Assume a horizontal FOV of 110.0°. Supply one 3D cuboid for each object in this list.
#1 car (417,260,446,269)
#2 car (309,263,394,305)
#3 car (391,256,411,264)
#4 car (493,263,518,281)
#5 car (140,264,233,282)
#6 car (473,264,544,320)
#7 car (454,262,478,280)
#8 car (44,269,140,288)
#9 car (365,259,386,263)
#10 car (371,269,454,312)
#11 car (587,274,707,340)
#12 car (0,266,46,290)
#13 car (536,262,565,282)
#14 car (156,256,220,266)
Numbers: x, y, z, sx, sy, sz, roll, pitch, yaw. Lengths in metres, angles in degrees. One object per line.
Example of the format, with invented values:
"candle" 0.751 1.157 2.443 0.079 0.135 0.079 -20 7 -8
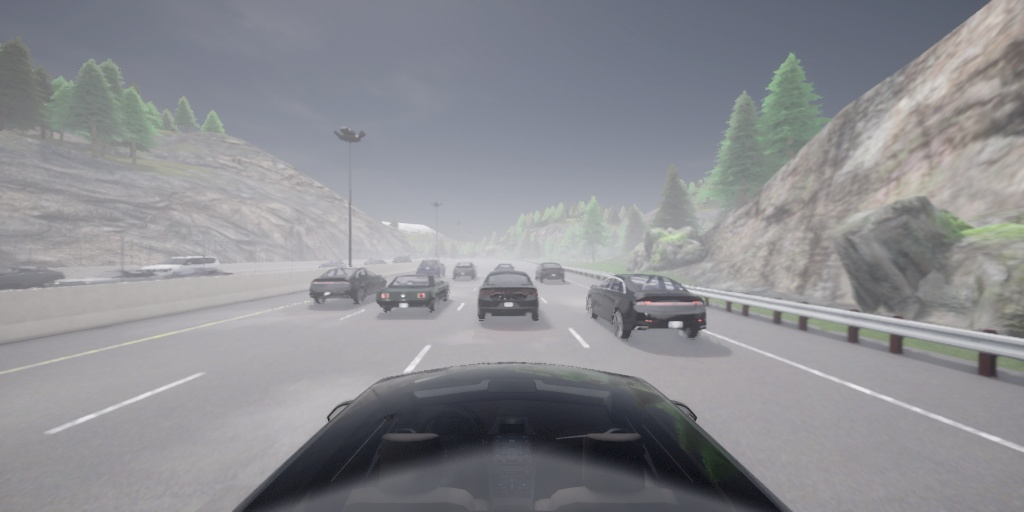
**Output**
"car" -7.704 1.133 34.586 2.097 1.767 4.553 0 0 -1
"car" -7.237 1.264 16.347 2.128 1.511 4.902 0 0 -1
"car" -19.048 1.039 61.883 2.150 2.045 5.566 0 0 -1
"car" -0.598 1.327 30.581 1.994 1.385 4.181 0 0 -1
"car" -18.038 1.362 20.546 1.994 1.385 4.181 0 0 -1
"car" -0.147 1.232 12.663 1.882 1.535 5.008 0 0 -1
"car" -4.138 1.263 32.098 2.128 1.511 4.902 0 0 -1
"car" -21.517 1.406 19.634 1.895 1.301 4.718 0 0 -1
"car" -22.507 1.328 60.044 1.837 1.490 4.892 0 0 -1
"car" -3.677 1.364 14.237 1.895 1.301 4.718 0 0 -1
"car" 3.409 1.237 9.990 2.128 1.511 4.902 0 0 -1
"car" -28.531 1.313 20.120 2.128 1.511 4.902 0 0 -1
"car" 2.959 1.232 28.496 1.882 1.535 5.008 0 0 -1
"car" -25.226 1.038 27.617 2.150 2.045 5.566 0 0 -1
